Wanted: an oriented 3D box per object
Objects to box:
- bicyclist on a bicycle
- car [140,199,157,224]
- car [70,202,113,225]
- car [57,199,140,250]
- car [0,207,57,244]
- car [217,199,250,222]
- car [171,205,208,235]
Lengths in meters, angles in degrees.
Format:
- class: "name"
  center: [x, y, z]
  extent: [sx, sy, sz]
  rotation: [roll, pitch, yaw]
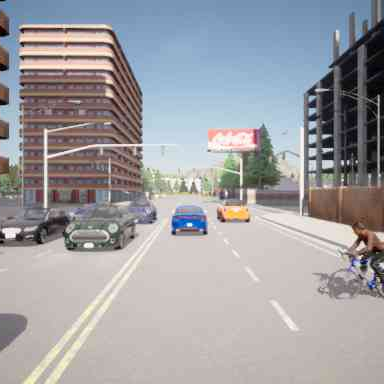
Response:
- class: "bicyclist on a bicycle"
  center: [3.630, 1.446, 6.906]
  extent: [1.656, 1.620, 0.582]
  rotation: [-2, 0, -1]
- class: "car"
  center: [-3.833, 1.351, 24.835]
  extent: [2.097, 1.767, 4.553]
  rotation: [0, 0, -1]
- class: "car"
  center: [-7.332, 1.525, 24.757]
  extent: [1.812, 1.442, 4.674]
  rotation: [0, 0, -1]
- class: "car"
  center: [-3.771, 1.351, 14.320]
  extent: [2.097, 1.767, 4.553]
  rotation: [0, 0, -1]
- class: "car"
  center: [-7.286, 1.491, 15.793]
  extent: [2.128, 1.511, 4.902]
  rotation: [0, 0, -1]
- class: "car"
  center: [3.151, 1.351, 26.071]
  extent: [2.097, 1.767, 4.553]
  rotation: [0, 0, -1]
- class: "car"
  center: [-0.152, 1.477, 18.942]
  extent: [1.882, 1.535, 5.008]
  rotation: [0, 0, -1]
